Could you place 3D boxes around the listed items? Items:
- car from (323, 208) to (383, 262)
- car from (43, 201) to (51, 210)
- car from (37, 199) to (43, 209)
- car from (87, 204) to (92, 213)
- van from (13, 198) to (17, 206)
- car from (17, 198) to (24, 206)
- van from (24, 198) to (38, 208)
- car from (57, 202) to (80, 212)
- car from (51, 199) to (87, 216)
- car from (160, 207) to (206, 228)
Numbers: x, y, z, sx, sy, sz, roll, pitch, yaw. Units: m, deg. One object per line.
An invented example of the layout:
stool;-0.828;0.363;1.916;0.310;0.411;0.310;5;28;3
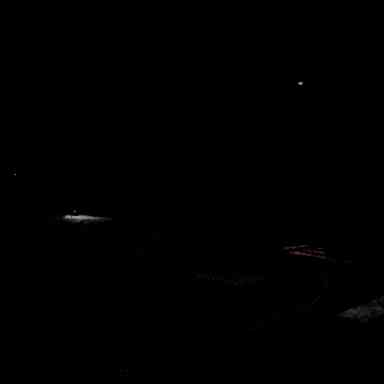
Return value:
car;6.606;1.418;10.418;2.097;1.767;4.553;1;-1;-37
car;-21.136;1.947;52.113;2.192;1.841;5.009;1;-1;-37
car;-24.538;2.280;56.680;1.802;1.307;4.206;1;-1;-37
car;-14.434;2.032;43.104;1.752;1.417;4.829;1;-1;-37
van;-41.547;2.388;79.537;1.690;1.788;3.998;1;-1;-37
car;-34.743;2.218;70.396;2.192;1.841;5.009;1;-1;-37
van;-31.341;2.174;65.825;1.690;1.788;3.998;1;-1;-37
car;-17.735;2.113;47.538;1.887;1.381;4.507;1;-1;-37
car;-14.343;1.893;38.581;2.128;1.511;4.902;2;-2;-37
car;-0.723;1.822;24.686;2.008;1.369;4.403;1;-1;-37
